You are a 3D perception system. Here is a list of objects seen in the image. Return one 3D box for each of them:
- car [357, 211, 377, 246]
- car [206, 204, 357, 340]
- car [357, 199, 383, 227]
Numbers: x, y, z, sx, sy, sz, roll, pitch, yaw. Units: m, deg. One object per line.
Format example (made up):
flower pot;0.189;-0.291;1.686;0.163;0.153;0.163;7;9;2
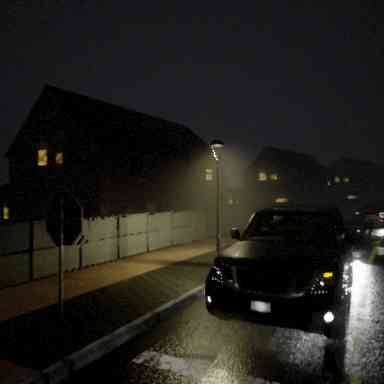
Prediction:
car;7.825;1.816;16.674;1.895;1.301;4.718;-1;-1;33
car;2.279;1.325;7.303;2.150;2.045;5.566;-1;-1;28
car;13.834;1.629;25.289;2.097;1.767;4.553;-1;-1;37
